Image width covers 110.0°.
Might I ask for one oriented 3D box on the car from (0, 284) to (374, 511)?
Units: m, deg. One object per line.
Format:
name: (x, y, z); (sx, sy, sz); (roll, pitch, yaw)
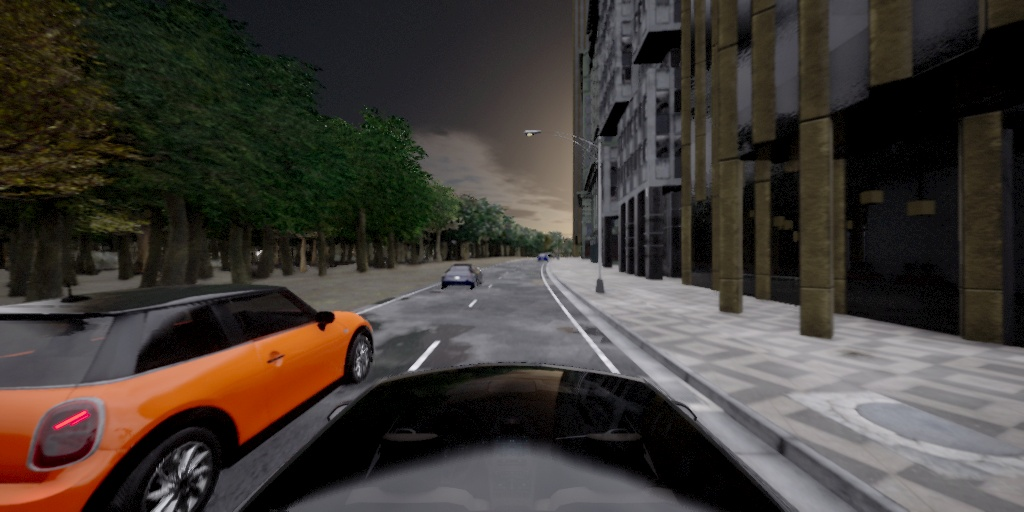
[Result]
car: (-3.359, 1.091, 4.152); (2.097, 1.767, 4.553); (0, 0, 0)

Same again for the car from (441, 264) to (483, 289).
car: (-2.941, 1.158, 21.740); (1.994, 1.385, 4.181); (0, 1, 2)
